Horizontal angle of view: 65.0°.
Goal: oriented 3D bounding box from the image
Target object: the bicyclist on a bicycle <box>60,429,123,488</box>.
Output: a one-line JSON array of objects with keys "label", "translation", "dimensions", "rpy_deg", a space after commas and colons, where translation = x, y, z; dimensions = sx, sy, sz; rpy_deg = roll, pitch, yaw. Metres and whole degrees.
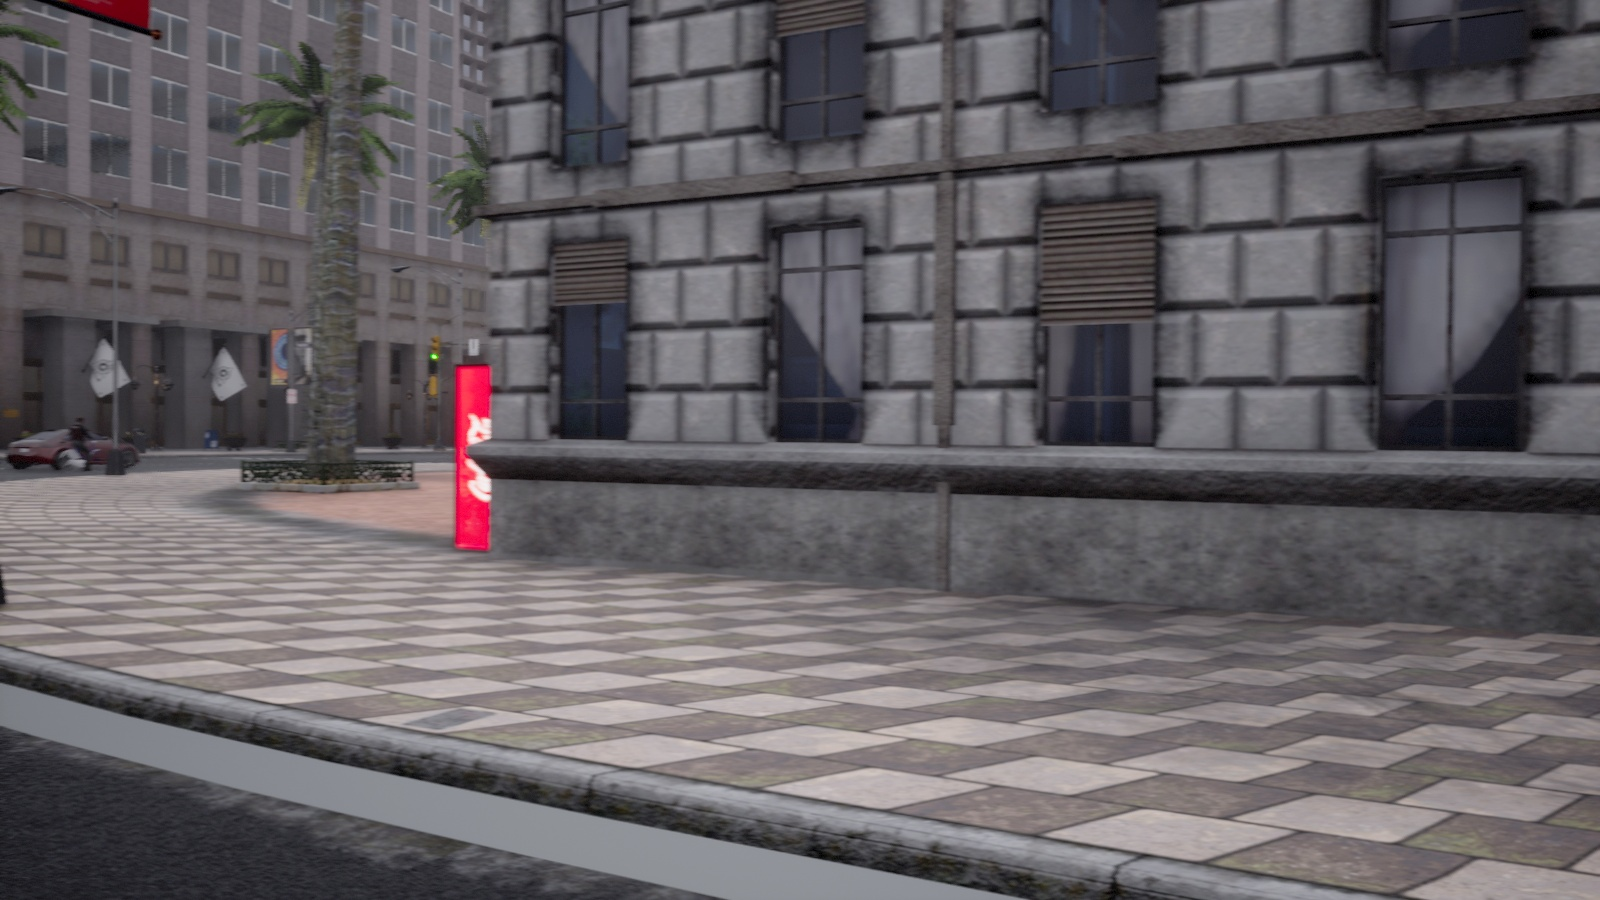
[{"label": "bicyclist on a bicycle", "translation": [-22.080, 0.250, 39.174], "dimensions": [0.659, 1.776, 1.843], "rpy_deg": [0, 1, 12]}]

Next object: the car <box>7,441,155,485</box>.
[{"label": "car", "translation": [-24.622, 0.410, 43.183], "dimensions": [1.994, 1.385, 4.181], "rpy_deg": [0, 1, 17]}]
